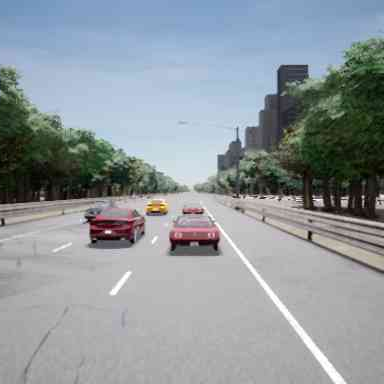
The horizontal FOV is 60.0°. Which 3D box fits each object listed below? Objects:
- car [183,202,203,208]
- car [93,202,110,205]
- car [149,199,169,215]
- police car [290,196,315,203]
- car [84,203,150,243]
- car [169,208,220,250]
[{"bbox_3d":[0.088,1.565,30.465,1.895,1.301,4.718,0,0,0],"label":"car"},{"bbox_3d":[-6.913,1.525,26.310,2.033,1.411,5.357,0,0,0],"label":"car"},{"bbox_3d":[-3.415,1.431,33.557,1.882,1.535,5.008,0,0,0],"label":"car"},{"bbox_3d":[23.321,1.605,70.476,2.038,1.542,4.974,0,1,-41],"label":"police car"},{"bbox_3d":[-3.408,1.474,15.976,1.882,1.535,5.008,0,0,0],"label":"car"},{"bbox_3d":[0.095,1.598,14.291,1.895,1.301,4.718,0,0,0],"label":"car"}]
